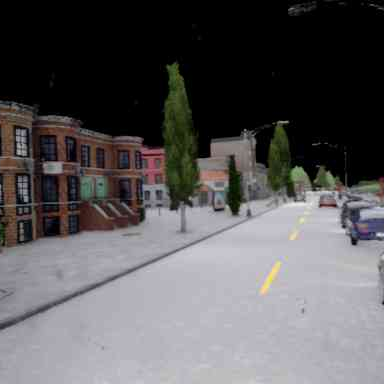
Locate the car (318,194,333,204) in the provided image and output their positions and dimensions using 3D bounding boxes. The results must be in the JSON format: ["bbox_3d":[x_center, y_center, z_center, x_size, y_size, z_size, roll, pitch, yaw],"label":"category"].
[{"bbox_3d":[19.988,1.018,49.912,2.033,1.411,5.357,-2,0,21],"label":"car"}]

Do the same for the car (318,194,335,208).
[{"bbox_3d":[15.906,1.139,39.152,1.994,1.385,4.181,-2,0,21],"label":"car"}]

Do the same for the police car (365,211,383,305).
[{"bbox_3d":[3.879,1.292,4.578,1.930,1.638,5.238,-3,0,21],"label":"police car"}]

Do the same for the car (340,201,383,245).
[{"bbox_3d":[7.437,1.301,13.803,1.812,1.442,4.674,-2,0,21],"label":"car"}]

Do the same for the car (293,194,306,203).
[{"bbox_3d":[18.747,1.059,57.849,2.128,1.511,4.902,-2,0,21],"label":"car"}]

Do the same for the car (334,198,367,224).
[{"bbox_3d":[9.582,1.225,19.406,1.837,1.490,4.892,-2,0,21],"label":"car"}]
